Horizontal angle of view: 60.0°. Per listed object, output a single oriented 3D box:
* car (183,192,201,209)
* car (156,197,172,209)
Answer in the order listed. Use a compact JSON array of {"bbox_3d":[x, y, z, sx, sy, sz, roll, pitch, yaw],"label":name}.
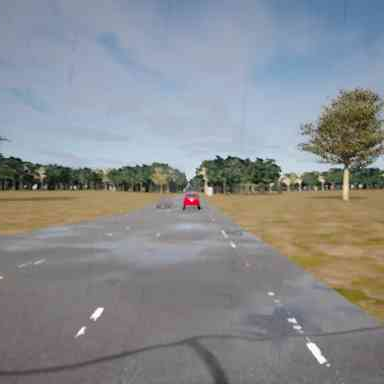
[{"bbox_3d":[-0.049,1.136,44.494,2.150,2.045,5.566,0,0,0],"label":"car"},{"bbox_3d":[-3.552,1.412,43.299,2.033,1.411,5.357,0,0,0],"label":"car"}]
